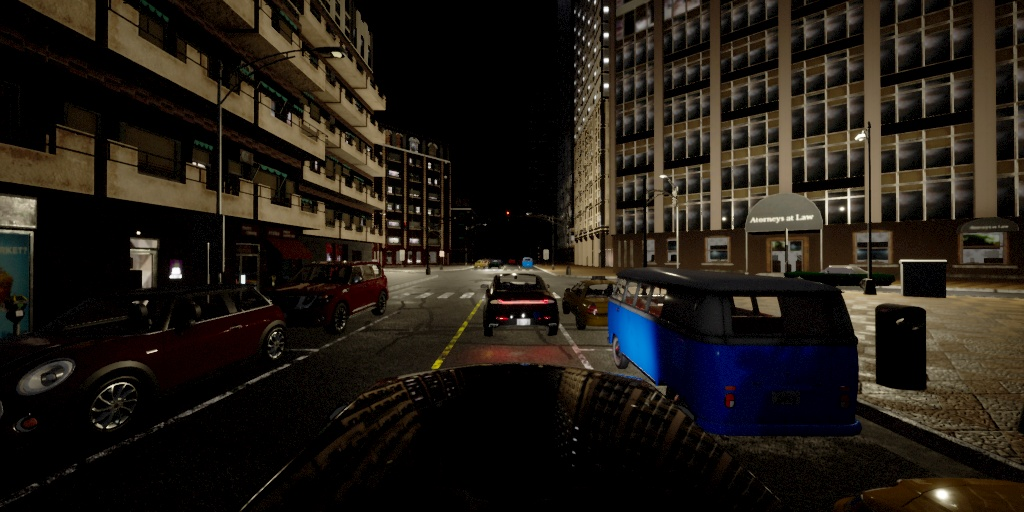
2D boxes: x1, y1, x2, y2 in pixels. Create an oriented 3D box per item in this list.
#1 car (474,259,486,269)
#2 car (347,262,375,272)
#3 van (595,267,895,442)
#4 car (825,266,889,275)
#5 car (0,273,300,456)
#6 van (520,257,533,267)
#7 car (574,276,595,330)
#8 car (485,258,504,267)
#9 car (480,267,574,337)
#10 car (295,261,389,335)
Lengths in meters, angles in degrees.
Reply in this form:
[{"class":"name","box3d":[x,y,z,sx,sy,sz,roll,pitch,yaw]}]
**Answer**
[{"class":"car","box3d":[-5.301,1.352,59.567,1.751,1.417,4.829,0,0,0]},{"class":"car","box3d":[-21.380,1.532,50.659,4.181,1.385,1.994,-1,-1,41]},{"class":"van","box3d":[2.567,1.092,5.205,1.690,1.789,3.998,0,0,0]},{"class":"car","box3d":[18.312,1.194,20.455,4.718,1.301,1.895,-1,-1,41]},{"class":"car","box3d":[-5.314,1.191,5.202,1.967,1.591,4.097,0,0,0]},{"class":"van","box3d":[2.579,1.167,59.735,1.690,1.789,3.998,0,0,0]},{"class":"car","box3d":[2.568,1.279,10.912,1.751,1.417,4.829,0,0,0]},{"class":"car","box3d":[-2.804,1.425,58.826,1.895,1.301,4.718,0,0,2]},{"class":"car","box3d":[0.135,1.245,10.347,2.128,1.511,4.902,0,0,-3]},{"class":"car","box3d":[-5.313,1.068,10.737,2.192,1.841,5.009,0,0,0]}]
